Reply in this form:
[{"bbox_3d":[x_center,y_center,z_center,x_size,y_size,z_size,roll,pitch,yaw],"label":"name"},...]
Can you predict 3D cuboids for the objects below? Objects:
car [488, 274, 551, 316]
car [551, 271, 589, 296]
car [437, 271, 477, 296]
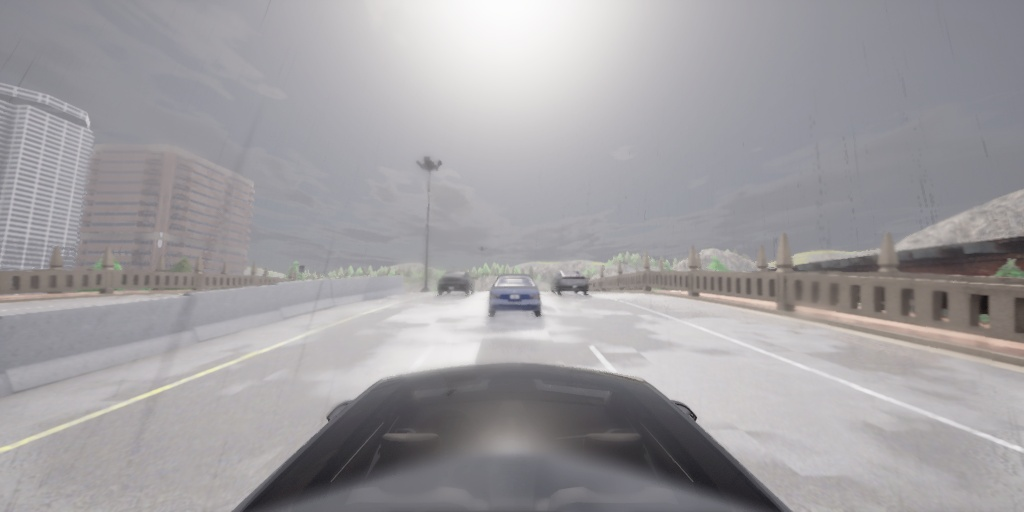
[{"bbox_3d":[0.100,1.369,13.572,2.033,1.411,5.357,0,-1,0],"label":"car"},{"bbox_3d":[3.600,1.710,22.898,2.128,1.511,4.902,0,-4,0],"label":"car"},{"bbox_3d":[-3.400,1.696,22.488,1.837,1.490,4.892,0,-3,0],"label":"car"}]
